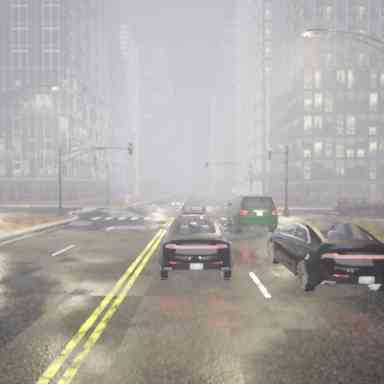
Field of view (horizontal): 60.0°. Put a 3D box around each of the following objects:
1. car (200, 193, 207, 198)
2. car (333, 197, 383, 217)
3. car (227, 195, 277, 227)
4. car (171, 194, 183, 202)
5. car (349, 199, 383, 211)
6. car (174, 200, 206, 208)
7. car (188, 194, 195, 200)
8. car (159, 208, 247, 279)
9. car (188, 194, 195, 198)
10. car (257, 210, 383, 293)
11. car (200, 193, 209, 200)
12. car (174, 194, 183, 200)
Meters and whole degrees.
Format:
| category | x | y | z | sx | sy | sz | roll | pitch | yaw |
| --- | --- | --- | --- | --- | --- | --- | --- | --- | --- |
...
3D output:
| category | x | y | z | sx | sy | sz | roll | pitch | yaw |
| --- | --- | --- | --- | --- | --- | --- | --- | --- | --- |
| car | 3.184 | 1.068 | 93.049 | 1.994 | 1.385 | 4.181 | 0 | 0 | 0 |
| car | 16.179 | 1.441 | 31.853 | 5.009 | 1.841 | 2.192 | 1 | 1 | 1 |
| car | 3.338 | 1.166 | 19.105 | 2.150 | 2.045 | 5.566 | 0 | 0 | 0 |
| car | -3.302 | 1.294 | 68.162 | 2.128 | 1.511 | 4.902 | 0 | 0 | 0 |
| car | 21.782 | 1.545 | 40.143 | 4.829 | 1.417 | 1.752 | 1 | 1 | 1 |
| car | 0.087 | 1.434 | 19.464 | 2.128 | 1.511 | 4.902 | 0 | 0 | 0 |
| car | -0.058 | 1.257 | 82.631 | 2.033 | 1.411 | 5.357 | 0 | 0 | 0 |
| car | 0.095 | 1.462 | 9.916 | 2.128 | 1.511 | 4.902 | 0 | 0 | 0 |
| car | -0.066 | 1.111 | 93.078 | 1.895 | 1.301 | 4.718 | 0 | 0 | 0 |
| car | 3.342 | 1.466 | 8.782 | 2.128 | 1.511 | 4.902 | 0 | 0 | 0 |
| car | 3.191 | 1.311 | 83.078 | 1.895 | 1.301 | 4.718 | 0 | 0 | 0 |
| car | -3.310 | 1.269 | 83.647 | 1.994 | 1.385 | 4.181 | 0 | 0 | 0 |
